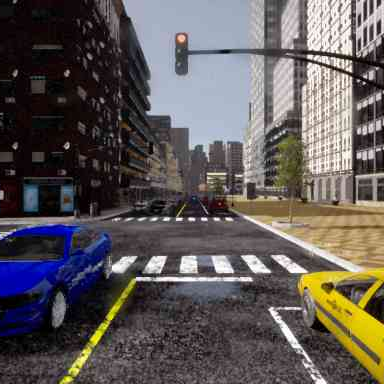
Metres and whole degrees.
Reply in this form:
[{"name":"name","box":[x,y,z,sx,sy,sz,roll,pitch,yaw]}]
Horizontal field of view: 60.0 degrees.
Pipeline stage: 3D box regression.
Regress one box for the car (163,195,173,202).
[{"name":"car","box":[-5.360,1.506,75.098,1.967,1.590,4.097,0,0,0]}]

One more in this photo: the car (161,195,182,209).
[{"name":"car","box":[-2.881,1.514,47.018,2.128,1.511,4.902,0,0,1]}]

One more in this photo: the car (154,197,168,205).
[{"name":"car","box":[-5.433,1.583,58.518,1.887,1.381,4.507,0,0,0]}]

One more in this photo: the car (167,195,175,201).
[{"name":"car","box":[-5.310,1.612,85.982,1.752,1.417,4.829,0,0,0]}]

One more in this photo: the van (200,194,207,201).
[{"name":"van","box":[3.094,1.440,91.640,1.690,1.788,3.998,0,0,0]}]

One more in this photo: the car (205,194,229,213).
[{"name":"car","box":[2.847,1.327,36.375,2.192,1.841,5.009,0,0,0]}]

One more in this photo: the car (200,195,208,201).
[{"name":"car","box":[3.072,1.613,86.284,1.752,1.417,4.829,0,0,0]}]

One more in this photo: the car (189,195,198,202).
[{"name":"car","box":[0.346,1.569,76.579,1.837,1.490,4.892,0,0,0]}]

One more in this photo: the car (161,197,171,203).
[{"name":"car","box":[-5.384,1.639,69.572,1.802,1.307,4.206,0,0,0]}]

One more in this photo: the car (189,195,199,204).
[{"name":"car","box":[0.398,1.404,66.684,2.097,1.767,4.553,0,0,0]}]

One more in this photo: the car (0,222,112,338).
[{"name":"car","box":[-3.071,1.477,6.996,1.882,1.535,5.008,0,0,0]}]

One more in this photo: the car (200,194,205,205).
[{"name":"car","box":[2.946,1.354,58.481,2.192,1.841,5.009,0,0,0]}]

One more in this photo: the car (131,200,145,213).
[{"name":"car","box":[-5.531,1.563,36.412,2.008,1.369,4.403,0,0,0]}]

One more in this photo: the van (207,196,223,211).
[{"name":"van","box":[2.872,1.358,41.901,1.690,1.788,3.998,0,0,0]}]

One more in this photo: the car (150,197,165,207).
[{"name":"car","box":[-5.457,1.581,52.992,2.008,1.369,4.403,0,0,0]}]

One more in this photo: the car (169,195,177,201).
[{"name":"car","box":[-5.285,1.644,91.677,1.887,1.381,4.507,0,0,0]}]

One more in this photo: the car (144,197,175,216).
[{"name":"car","box":[-3.033,1.514,32.120,1.837,1.490,4.892,0,0,3]}]

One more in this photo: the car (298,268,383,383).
[{"name":"car","box":[2.704,1.525,4.133,1.752,1.417,4.829,0,0,0]}]

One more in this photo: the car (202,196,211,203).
[{"name":"car","box":[2.996,1.601,69.534,1.887,1.381,4.507,0,0,0]}]

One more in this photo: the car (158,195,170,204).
[{"name":"car","box":[-5.409,1.488,64.045,1.967,1.590,4.097,0,0,0]}]
